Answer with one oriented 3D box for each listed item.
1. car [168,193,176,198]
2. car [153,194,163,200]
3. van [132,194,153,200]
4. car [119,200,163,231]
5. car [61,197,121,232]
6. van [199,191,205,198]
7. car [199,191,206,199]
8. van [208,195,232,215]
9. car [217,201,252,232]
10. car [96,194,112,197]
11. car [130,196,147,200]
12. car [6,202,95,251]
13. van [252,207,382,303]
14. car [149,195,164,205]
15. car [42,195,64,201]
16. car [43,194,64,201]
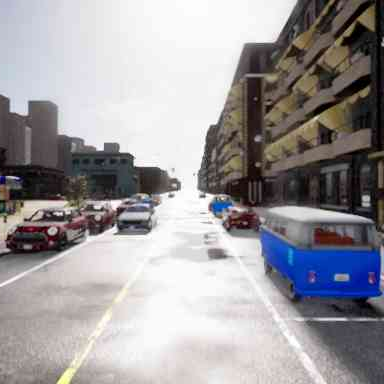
[{"bbox_3d":[-5.679,0.963,91.044,1.802,1.307,4.206,1,0,0],"label":"car"},{"bbox_3d":[-5.644,1.143,47.335,1.967,1.590,4.097,1,0,0],"label":"car"},{"bbox_3d":[-5.643,1.120,36.043,1.690,1.788,3.998,1,0,0],"label":"van"},{"bbox_3d":[-3.099,1.430,19.821,2.033,1.411,5.357,0,0,0],"label":"car"},{"bbox_3d":[-5.645,1.327,19.107,1.967,1.590,4.097,1,0,0],"label":"car"},{"bbox_3d":[2.705,0.722,91.078,1.690,1.788,3.998,1,0,0],"label":"van"},{"bbox_3d":[2.702,0.976,85.500,2.008,1.369,4.403,1,0,0],"label":"car"},{"bbox_3d":[2.705,1.157,30.430,1.690,1.788,3.998,1,0,0],"label":"van"},{"bbox_3d":[2.701,1.432,19.140,1.887,1.381,4.507,1,0,0],"label":"car"},{"bbox_3d":[-19.717,1.218,73.296,4.403,1.369,2.008,0,0,1],"label":"car"},{"bbox_3d":[-5.646,1.361,30.398,1.887,1.381,4.507,1,0,0],"label":"car"},{"bbox_3d":[-5.651,1.362,13.460,1.967,1.590,4.097,1,0,0],"label":"car"},{"bbox_3d":[2.704,1.296,7.845,1.690,1.788,3.998,1,0,0],"label":"van"},{"bbox_3d":[-5.646,1.209,52.981,1.887,1.381,4.507,1,0,0],"label":"car"},{"bbox_3d":[-30.678,1.299,73.446,4.206,1.307,1.802,0,0,1],"label":"car"},{"bbox_3d":[-26.376,1.072,64.748,4.097,1.590,1.967,0,0,1],"label":"car"}]
